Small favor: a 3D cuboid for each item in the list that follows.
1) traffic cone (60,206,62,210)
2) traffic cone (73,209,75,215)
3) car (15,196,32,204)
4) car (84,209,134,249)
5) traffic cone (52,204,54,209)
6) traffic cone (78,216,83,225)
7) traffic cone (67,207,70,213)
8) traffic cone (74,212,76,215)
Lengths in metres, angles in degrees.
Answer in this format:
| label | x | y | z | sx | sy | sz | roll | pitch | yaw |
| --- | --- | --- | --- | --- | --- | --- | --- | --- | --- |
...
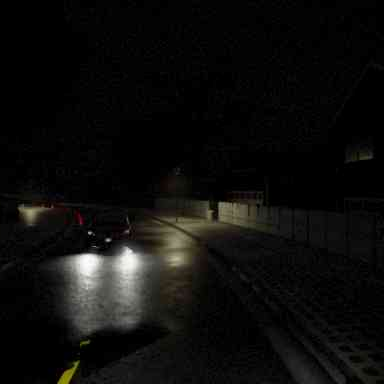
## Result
| label | x | y | z | sx | sy | sz | roll | pitch | yaw |
| --- | --- | --- | --- | --- | --- | --- | --- | --- | --- |
| traffic cone | -15.834 | 1.924 | 40.249 | 0.340 | 0.580 | 0.340 | 0 | 0 | -32 |
| traffic cone | -11.193 | 1.934 | 31.746 | 0.340 | 0.580 | 0.340 | 0 | 0 | -25 |
| car | -30.631 | 1.466 | 59.950 | 4.674 | 1.442 | 1.812 | 0 | 0 | 38 |
| car | -3.604 | 1.521 | 14.730 | 1.812 | 1.442 | 4.674 | 0 | 0 | -12 |
| traffic cone | -18.541 | 1.920 | 44.269 | 0.340 | 0.580 | 0.340 | 0 | 0 | -36 |
| traffic cone | -7.637 | 1.944 | 22.735 | 0.340 | 0.580 | 0.340 | 0 | 0 | -18 |
| traffic cone | -13.382 | 1.929 | 36.069 | 0.340 | 0.580 | 0.340 | 0 | 0 | -29 |
| traffic cone | -9.275 | 1.939 | 27.296 | 0.340 | 0.580 | 0.340 | 0 | 0 | -22 |
